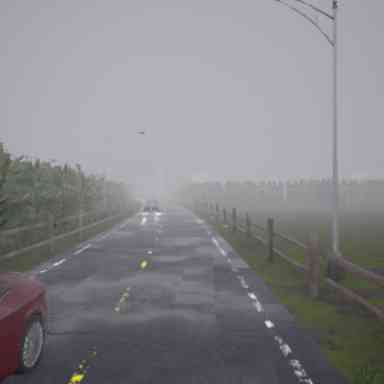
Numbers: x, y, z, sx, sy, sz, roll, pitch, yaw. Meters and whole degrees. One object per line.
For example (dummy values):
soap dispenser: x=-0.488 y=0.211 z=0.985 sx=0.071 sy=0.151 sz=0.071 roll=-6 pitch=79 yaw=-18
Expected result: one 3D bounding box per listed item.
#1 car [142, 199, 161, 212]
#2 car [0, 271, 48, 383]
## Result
car: x=-4.772 y=1.602 z=39.666 sx=1.837 sy=1.490 sz=4.892 roll=0 pitch=0 yaw=-5
car: x=-2.897 y=1.537 z=2.918 sx=1.812 sy=1.442 sz=4.674 roll=0 pitch=0 yaw=0
